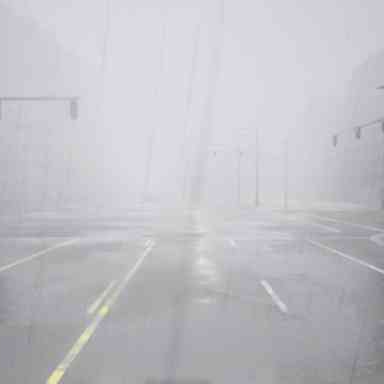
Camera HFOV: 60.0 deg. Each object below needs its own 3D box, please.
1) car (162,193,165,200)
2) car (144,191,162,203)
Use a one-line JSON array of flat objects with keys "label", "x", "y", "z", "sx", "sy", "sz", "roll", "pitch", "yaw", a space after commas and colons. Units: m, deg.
[{"label": "car", "x": -7.083, "y": 0.939, "z": 73.944, "sx": 2.097, "sy": 1.767, "sz": 4.553, "roll": 0, "pitch": 0, "yaw": 0}, {"label": "car", "x": -7.103, "y": 0.905, "z": 58.546, "sx": 2.150, "sy": 2.045, "sz": 5.566, "roll": 0, "pitch": 0, "yaw": 0}]
